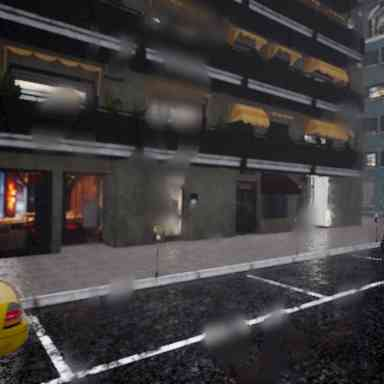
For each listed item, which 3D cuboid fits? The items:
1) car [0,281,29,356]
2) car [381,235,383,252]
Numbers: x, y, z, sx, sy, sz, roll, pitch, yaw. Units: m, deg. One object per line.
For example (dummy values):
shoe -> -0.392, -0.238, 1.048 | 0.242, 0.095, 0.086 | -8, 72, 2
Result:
car -> -4.398, 1.508, 3.413 | 4.829, 1.417, 1.752 | 1, 0, -35
car -> 9.229, 1.722, 13.134 | 4.313, 1.339, 1.947 | 1, 0, -35
